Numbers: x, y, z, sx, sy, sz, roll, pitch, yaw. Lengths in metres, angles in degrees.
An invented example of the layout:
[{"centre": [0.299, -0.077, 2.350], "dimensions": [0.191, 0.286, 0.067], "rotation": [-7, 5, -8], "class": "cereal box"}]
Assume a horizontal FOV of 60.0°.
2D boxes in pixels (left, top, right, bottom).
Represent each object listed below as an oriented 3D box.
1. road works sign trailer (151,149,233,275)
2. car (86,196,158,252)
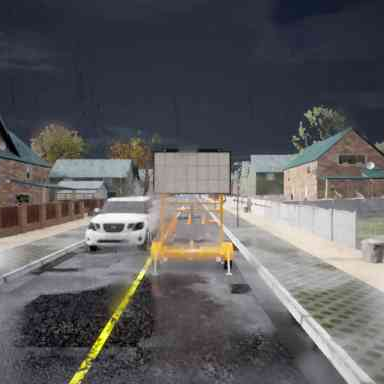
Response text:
[{"centre": [0.002, 0.467, 10.417], "dimensions": [2.380, 3.560, 2.880], "rotation": [0, 0, 0], "class": "road works sign trailer"}, {"centre": [-2.746, 1.225, 14.315], "dimensions": [2.150, 2.045, 5.566], "rotation": [0, 0, 0], "class": "car"}]
